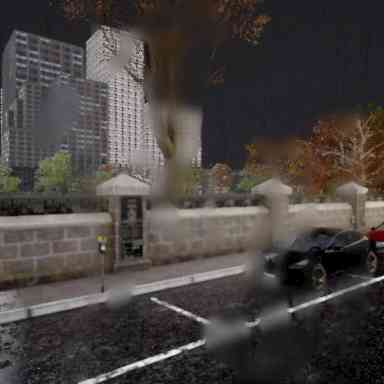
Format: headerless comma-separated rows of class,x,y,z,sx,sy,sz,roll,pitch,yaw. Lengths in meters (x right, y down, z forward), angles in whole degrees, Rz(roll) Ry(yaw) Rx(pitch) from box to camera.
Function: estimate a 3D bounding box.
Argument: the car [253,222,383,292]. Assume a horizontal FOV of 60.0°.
car,3.609,1.700,9.397,4.313,1.339,1.947,0,-1,-38
